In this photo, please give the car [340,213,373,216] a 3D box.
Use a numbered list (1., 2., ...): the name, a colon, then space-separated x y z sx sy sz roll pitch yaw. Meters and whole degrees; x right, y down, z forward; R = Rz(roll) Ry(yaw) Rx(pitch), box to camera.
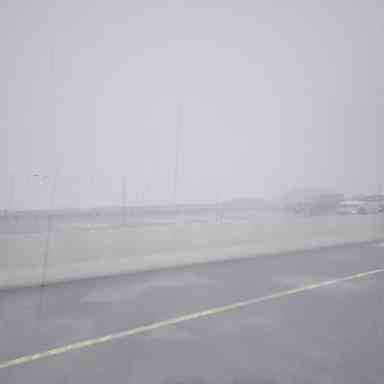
1. car: 15.029 1.180 28.909 5.566 2.045 2.150 0 0 -26
